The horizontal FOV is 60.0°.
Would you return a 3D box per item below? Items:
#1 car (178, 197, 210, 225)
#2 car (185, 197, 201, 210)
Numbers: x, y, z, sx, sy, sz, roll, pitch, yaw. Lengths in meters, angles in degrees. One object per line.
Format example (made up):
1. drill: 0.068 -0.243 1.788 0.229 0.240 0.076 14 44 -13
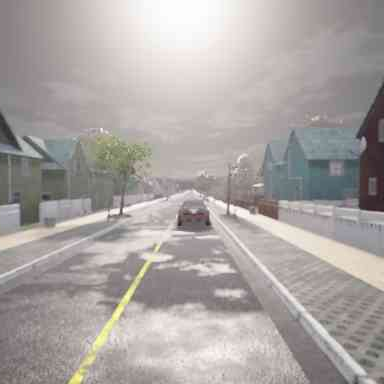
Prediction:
1. car: 0.113 1.286 23.279 2.097 1.767 4.553 0 0 0
2. car: 0.123 1.387 42.358 1.837 1.490 4.892 0 0 0
